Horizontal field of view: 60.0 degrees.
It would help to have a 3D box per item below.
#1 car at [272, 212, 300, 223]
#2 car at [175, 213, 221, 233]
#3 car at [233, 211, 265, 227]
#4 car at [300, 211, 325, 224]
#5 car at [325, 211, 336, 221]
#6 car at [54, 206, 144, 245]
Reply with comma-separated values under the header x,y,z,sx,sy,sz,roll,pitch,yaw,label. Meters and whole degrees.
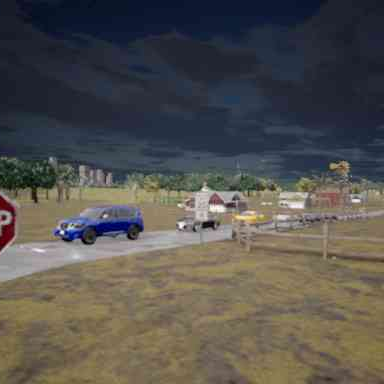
x,y,z,sx,sy,sz,roll,pitch,yaw,label
12.427,3.381,44.513,1.895,1.301,4.718,0,-2,36,car
0.583,2.521,28.041,2.128,1.511,4.902,0,-2,36,car
6.116,2.858,35.764,1.882,1.535,5.008,0,-2,36,car
15.461,3.381,43.850,2.033,1.411,5.357,0,-2,36,car
21.188,3.748,51.946,2.033,1.411,5.357,0,-2,36,car
-5.267,1.885,19.823,2.150,2.045,5.566,0,-2,35,car
